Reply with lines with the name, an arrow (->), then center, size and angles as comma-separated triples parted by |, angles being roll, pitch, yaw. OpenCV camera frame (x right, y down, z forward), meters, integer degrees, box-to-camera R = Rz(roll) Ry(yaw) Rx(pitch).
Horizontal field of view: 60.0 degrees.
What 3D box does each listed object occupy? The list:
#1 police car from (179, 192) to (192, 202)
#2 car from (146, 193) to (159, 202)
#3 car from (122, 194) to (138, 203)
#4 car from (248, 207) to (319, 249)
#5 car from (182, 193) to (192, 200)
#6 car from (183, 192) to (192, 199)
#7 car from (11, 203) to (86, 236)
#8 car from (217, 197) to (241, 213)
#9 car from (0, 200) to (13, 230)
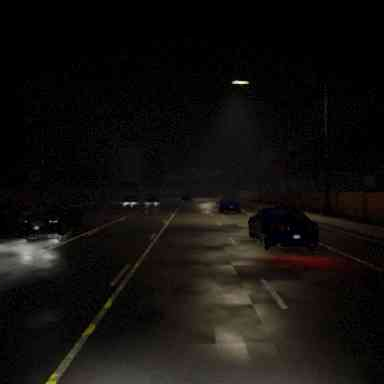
police car -> -1.047, 0.933, 62.103 | 1.930, 1.638, 5.238 | 0, 0, 0
car -> -7.037, 1.032, 59.415 | 1.837, 1.490, 4.892 | 0, 1, 1
car -> -10.543, 1.094, 57.099 | 2.033, 1.411, 5.357 | 0, 0, 1
car -> 3.600, 1.366, 13.902 | 1.882, 1.535, 5.008 | 0, 0, 0
car -> -1.047, 0.906, 71.995 | 1.882, 1.535, 5.008 | 0, 0, 0
car -> -1.112, 0.860, 78.020 | 1.882, 1.535, 5.008 | 0, 0, -2
car -> -7.098, 1.351, 17.623 | 2.128, 1.511, 4.902 | 0, 0, 0
car -> 3.603, 1.216, 32.918 | 1.882, 1.535, 5.008 | 0, 0, 0
car -> -10.597, 1.217, 16.924 | 2.097, 1.767, 4.553 | 0, 0, 0
